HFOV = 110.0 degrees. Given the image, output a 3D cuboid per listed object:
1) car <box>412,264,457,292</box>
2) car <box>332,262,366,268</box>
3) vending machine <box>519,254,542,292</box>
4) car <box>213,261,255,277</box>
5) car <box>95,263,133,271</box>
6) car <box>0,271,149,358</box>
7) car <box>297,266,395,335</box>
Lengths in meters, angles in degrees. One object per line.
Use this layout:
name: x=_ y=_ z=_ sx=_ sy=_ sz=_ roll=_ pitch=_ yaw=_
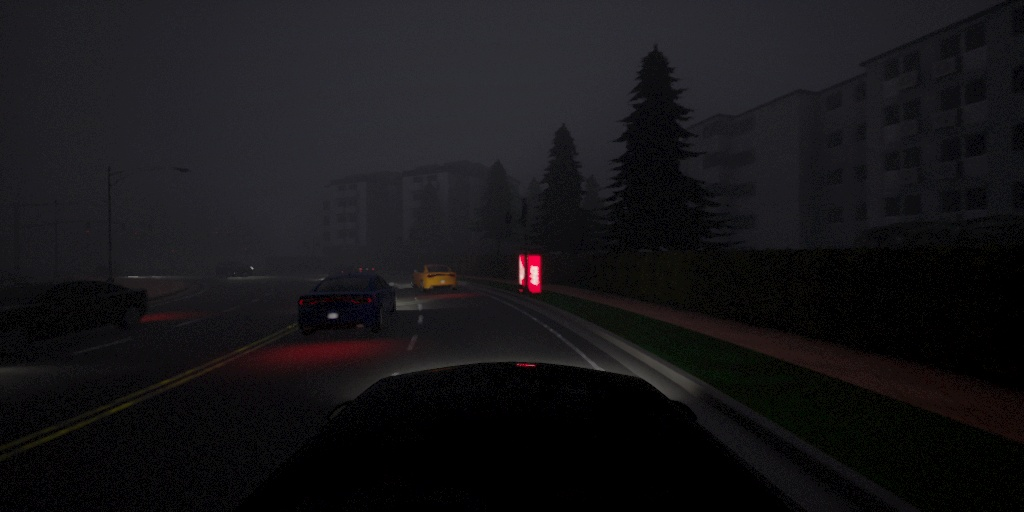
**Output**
car: x=-4.703 y=1.229 z=21.447 sx=1.882 sy=1.535 sz=5.008 roll=0 pitch=0 yaw=-24
car: x=-13.731 y=1.377 z=29.468 sx=1.994 sy=1.385 sz=4.181 roll=-1 pitch=0 yaw=-38
vending machine: x=0.951 y=0.904 z=18.353 sx=1.100 sy=2.100 sz=0.880 roll=0 pitch=0 yaw=-19
car: x=-29.323 y=1.282 z=37.819 sx=4.553 sy=1.767 sz=2.097 roll=0 pitch=0 yaw=28
car: x=-45.862 y=1.559 z=41.353 sx=4.902 sy=1.511 sz=2.128 roll=-1 pitch=0 yaw=22
car: x=-11.545 y=1.313 z=8.735 sx=1.882 sy=1.535 sz=5.008 roll=0 pitch=0 yaw=-13
car: x=-4.715 y=1.250 z=10.858 sx=1.882 sy=1.535 sz=5.008 roll=0 pitch=0 yaw=-12
